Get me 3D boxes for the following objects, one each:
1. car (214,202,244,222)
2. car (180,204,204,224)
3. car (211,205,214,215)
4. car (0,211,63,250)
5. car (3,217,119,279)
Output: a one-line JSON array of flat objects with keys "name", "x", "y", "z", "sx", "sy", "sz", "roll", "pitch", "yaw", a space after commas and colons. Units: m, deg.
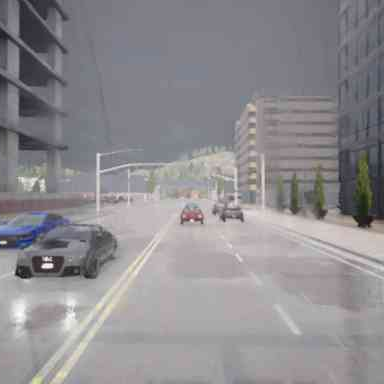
[{"name": "car", "x": 3.497, "y": 1.846, "z": 30.068, "sx": 2.128, "sy": 1.511, "sz": 4.902, "roll": 0, "pitch": -1, "yaw": 0}, {"name": "car", "x": 0.006, "y": 1.928, "z": 27.697, "sx": 1.895, "sy": 1.301, "sz": 4.718, "roll": 0, "pitch": -1, "yaw": 0}, {"name": "car", "x": 3.451, "y": 2.004, "z": 40.692, "sx": 1.812, "sy": 1.442, "sz": 4.674, "roll": 0, "pitch": -1, "yaw": 0}, {"name": "car", "x": -7.143, "y": 1.659, "z": 15.093, "sx": 1.882, "sy": 1.535, "sz": 5.008, "roll": 0, "pitch": 0, "yaw": 0}, {"name": "car", "x": -3.614, "y": 1.689, "z": 10.321, "sx": 1.994, "sy": 1.385, "sz": 4.181, "roll": 0, "pitch": -1, "yaw": 0}]
